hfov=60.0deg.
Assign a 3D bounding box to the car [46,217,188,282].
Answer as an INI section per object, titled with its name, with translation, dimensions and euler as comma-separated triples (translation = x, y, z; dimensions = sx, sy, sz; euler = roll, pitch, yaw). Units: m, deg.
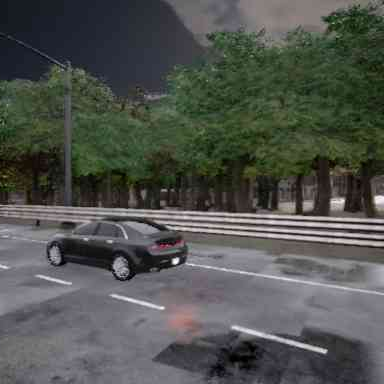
[car]
translation = -2.387, 1.518, 9.878
dimensions = 4.892, 1.490, 1.837
euler = 0, 0, 36
